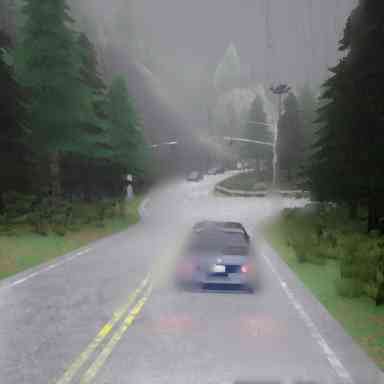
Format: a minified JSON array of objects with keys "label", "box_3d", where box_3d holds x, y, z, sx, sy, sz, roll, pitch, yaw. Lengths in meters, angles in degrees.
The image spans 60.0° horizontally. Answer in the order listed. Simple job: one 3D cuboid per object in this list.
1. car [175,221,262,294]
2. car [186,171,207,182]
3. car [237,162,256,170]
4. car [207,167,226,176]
[{"label":"car","box_3d":[0.720,1.496,8.849,2.033,1.411,5.357,0,0,5]},{"label":"car","box_3d":[0.534,-2.579,55.073,1.837,1.490,4.892,2,10,19]},{"label":"car","box_3d":[11.834,-5.494,70.996,4.892,1.490,1.837,-9,9,-36]},{"label":"car","box_3d":[4.600,-4.061,63.618,2.128,1.511,4.902,4,10,36]}]
